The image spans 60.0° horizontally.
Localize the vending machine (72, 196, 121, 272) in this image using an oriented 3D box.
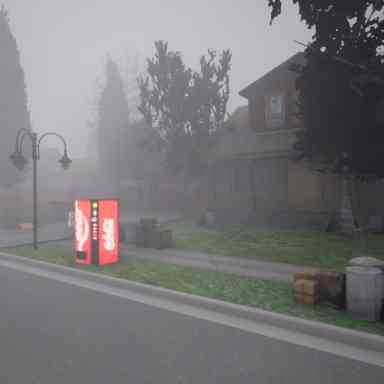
[{"bbox_3d":[-2.889,1.196,10.100,0.880,2.100,1.100,0,0,36],"label":"vending machine"}]
